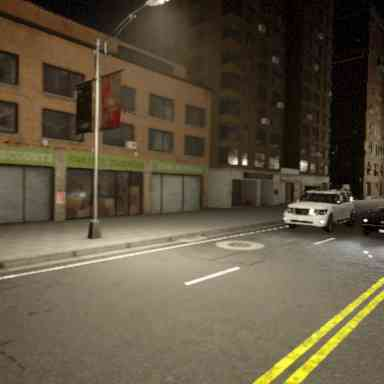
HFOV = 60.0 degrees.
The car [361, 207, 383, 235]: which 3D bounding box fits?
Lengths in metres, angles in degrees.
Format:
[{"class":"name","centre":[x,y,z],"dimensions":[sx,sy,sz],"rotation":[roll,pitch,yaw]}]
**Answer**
[{"class":"car","centre":[9.835,1.387,16.191],"dimensions":[1.895,1.301,4.718],"rotation":[2,2,42]}]

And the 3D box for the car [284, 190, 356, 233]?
[{"class":"car","centre":[7.087,0.911,17.977],"dimensions":[2.150,2.045,5.566],"rotation":[2,2,42]}]
